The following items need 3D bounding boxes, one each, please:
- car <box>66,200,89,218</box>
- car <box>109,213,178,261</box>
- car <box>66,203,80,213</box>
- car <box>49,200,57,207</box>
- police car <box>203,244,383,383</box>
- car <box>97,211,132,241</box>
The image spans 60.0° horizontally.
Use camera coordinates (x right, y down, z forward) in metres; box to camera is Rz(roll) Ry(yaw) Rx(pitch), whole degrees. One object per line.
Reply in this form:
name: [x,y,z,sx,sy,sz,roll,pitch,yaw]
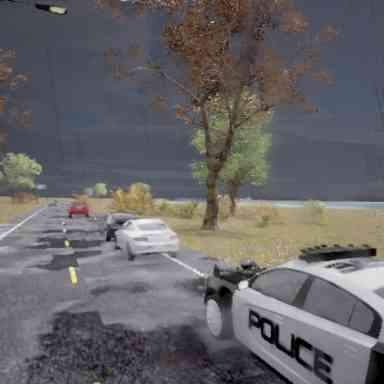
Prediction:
car: [-13.329,1.951,38.973,2.150,2.045,5.566,0,-1,-21]
car: [-1.954,1.771,13.419,1.812,1.442,4.674,0,-1,-22]
car: [-18.396,2.483,51.434,1.812,1.442,4.674,0,-1,-22]
car: [-36.832,3.172,87.844,2.033,1.411,5.357,0,-1,-22]
police car: [1.750,1.497,4.258,1.930,1.638,5.238,0,-1,-22]
car: [-4.195,1.855,18.983,1.837,1.490,4.892,0,-1,-22]
